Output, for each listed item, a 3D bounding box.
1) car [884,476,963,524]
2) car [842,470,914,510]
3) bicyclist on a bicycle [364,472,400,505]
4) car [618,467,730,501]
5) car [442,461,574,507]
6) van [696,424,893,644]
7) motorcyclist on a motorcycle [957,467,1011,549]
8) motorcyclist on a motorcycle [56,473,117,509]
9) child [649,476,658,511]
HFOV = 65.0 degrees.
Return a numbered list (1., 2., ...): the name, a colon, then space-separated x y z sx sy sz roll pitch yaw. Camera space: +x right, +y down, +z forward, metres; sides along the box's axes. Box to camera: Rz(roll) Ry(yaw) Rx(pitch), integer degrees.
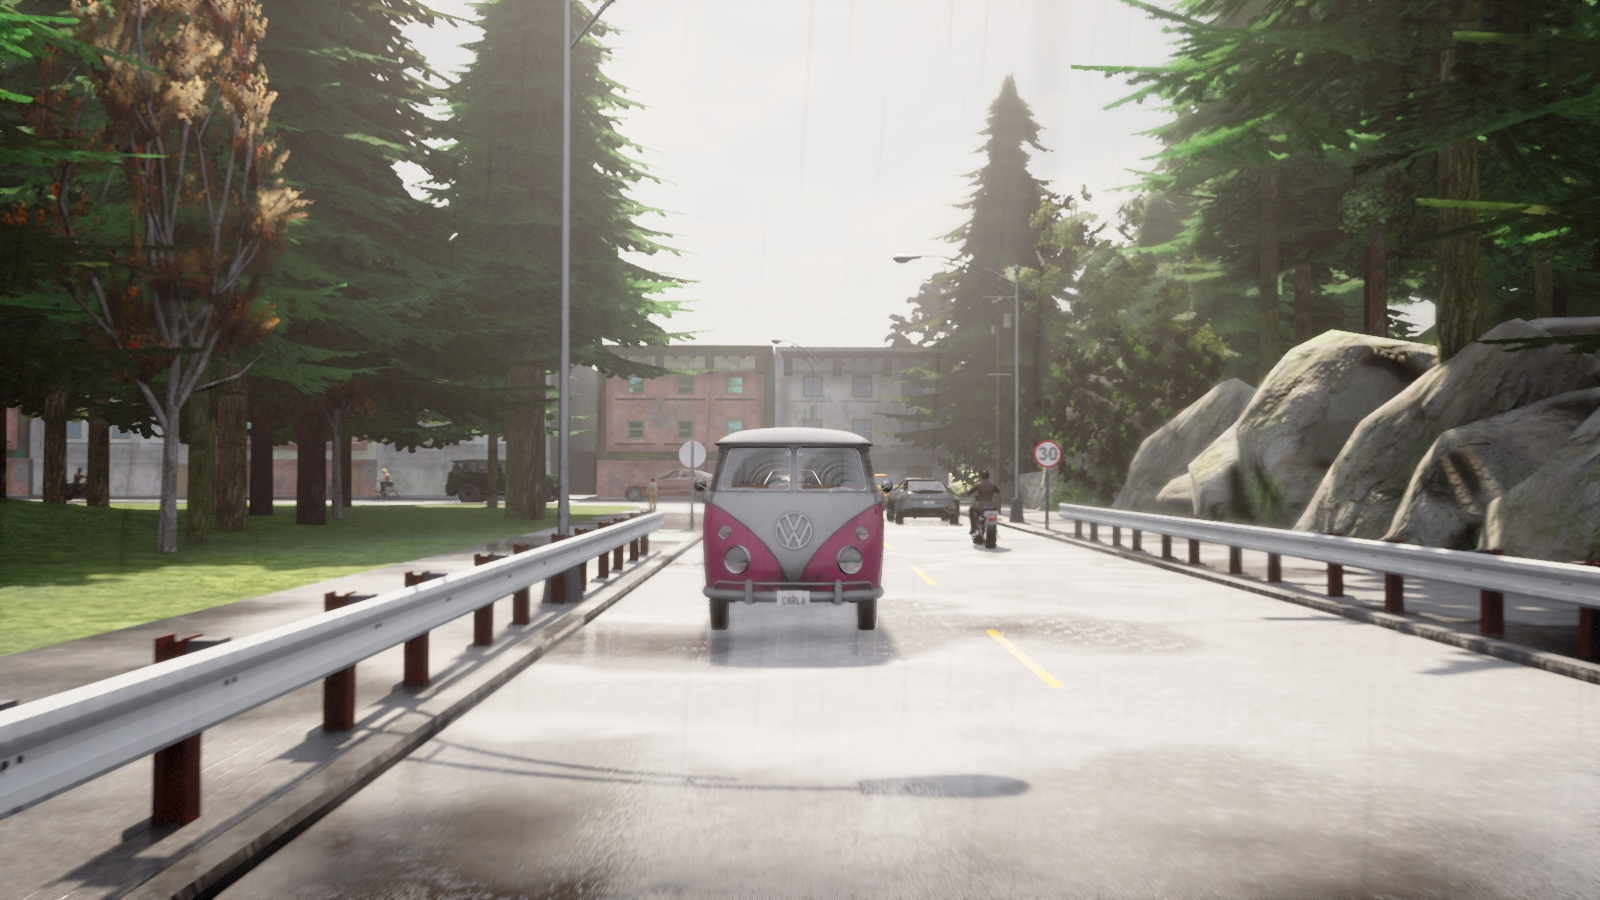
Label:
1. car: 3.774 1.517 39.030 1.994 1.385 4.181 0 -1 0
2. car: 3.194 1.626 52.818 1.801 1.575 5.366 0 -1 -10
3. bicyclist on a bicycle: -20.638 1.872 62.035 1.509 1.612 0.866 0 -1 0
4. car: -6.199 1.655 61.855 5.027 1.651 2.152 0 -1 15
5. car: -13.440 1.559 58.045 5.566 2.045 2.150 0 -1 0
6. van: -0.064 0.796 13.622 1.775 1.987 4.442 0 -1 0
7. motorcyclist on a motorcycle: 3.854 1.193 26.500 0.766 1.649 2.350 0 -1 0
8. motorcyclist on a motorcycle: -32.951 1.868 58.028 2.350 1.649 0.766 0 -1 0
9. child: -5.358 1.595 45.951 0.270 1.263 0.437 0 -1 0
